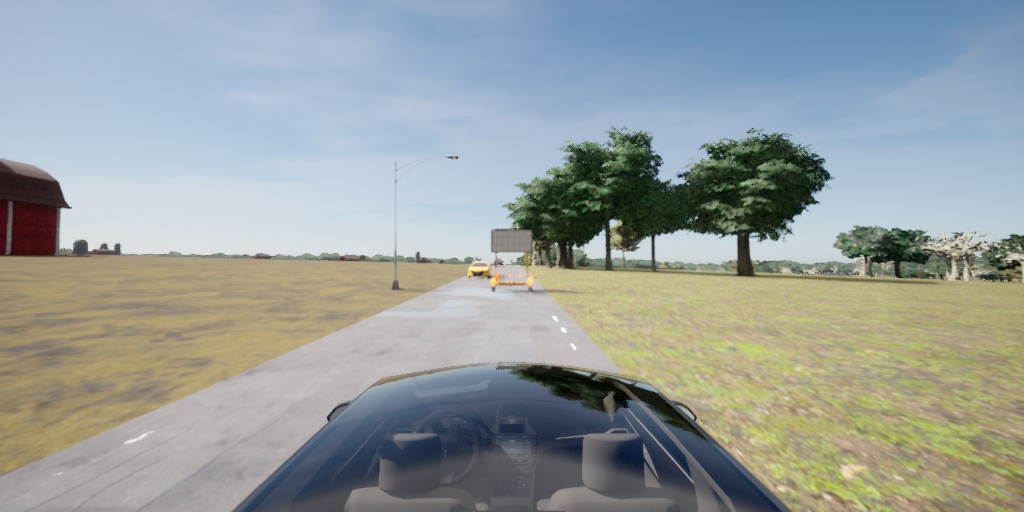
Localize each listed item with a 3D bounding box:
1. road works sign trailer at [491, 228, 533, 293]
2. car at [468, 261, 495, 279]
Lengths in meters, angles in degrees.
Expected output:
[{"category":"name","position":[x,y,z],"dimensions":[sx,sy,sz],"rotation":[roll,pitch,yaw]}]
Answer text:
[{"category":"road works sign trailer","position":[-0.012,0.206,20.495],"dimensions":[2.380,3.560,2.880],"rotation":[0,0,0]},{"category":"car","position":[-2.832,1.224,32.344],"dimensions":[1.882,1.535,5.008],"rotation":[0,0,0]}]
